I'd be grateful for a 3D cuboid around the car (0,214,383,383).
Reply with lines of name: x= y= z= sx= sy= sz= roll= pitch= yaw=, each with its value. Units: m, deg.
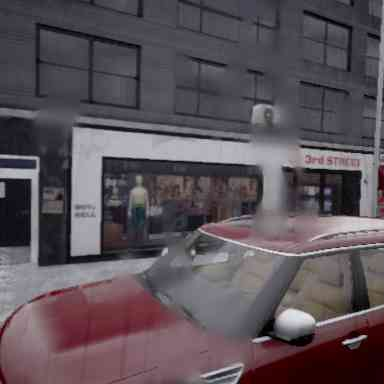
car: x=0.834 y=1.203 z=3.270 sx=5.009 sy=1.841 sz=2.192 roll=1 pitch=2 yaw=-27
